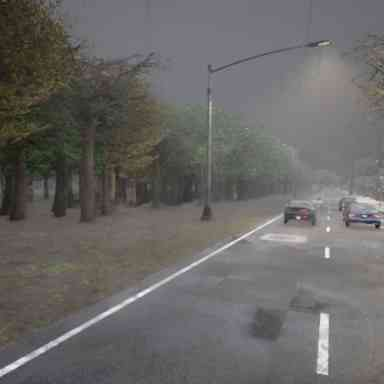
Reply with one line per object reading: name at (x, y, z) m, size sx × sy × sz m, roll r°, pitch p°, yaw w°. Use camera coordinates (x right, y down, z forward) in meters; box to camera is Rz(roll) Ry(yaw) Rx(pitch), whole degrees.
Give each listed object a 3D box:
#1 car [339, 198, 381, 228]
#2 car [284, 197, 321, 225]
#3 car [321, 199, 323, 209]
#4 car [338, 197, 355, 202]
car at (10.553, 1.353, 20.800) m, size 2.033 × 1.411 × 5.357 m, roll 1°, pitch 1°, yaw 23°
car at (7.219, 1.243, 21.821) m, size 1.837 × 1.490 × 4.892 m, roll 1°, pitch 1°, yaw 23°
car at (13.925, 1.170, 37.937) m, size 1.895 × 1.301 × 4.718 m, roll 1°, pitch 1°, yaw 23°
car at (15.838, 1.220, 33.523) m, size 2.033 × 1.411 × 5.357 m, roll 1°, pitch 1°, yaw 23°
